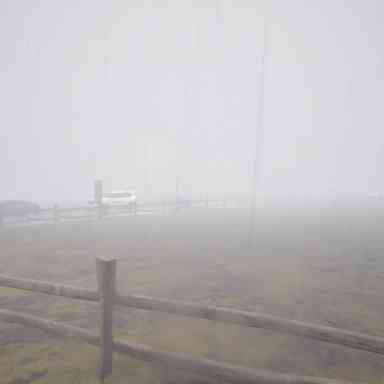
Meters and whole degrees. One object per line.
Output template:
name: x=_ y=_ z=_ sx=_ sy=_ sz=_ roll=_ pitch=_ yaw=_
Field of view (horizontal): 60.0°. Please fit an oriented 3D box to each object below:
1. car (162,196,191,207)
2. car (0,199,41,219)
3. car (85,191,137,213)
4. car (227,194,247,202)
car: x=-1.907 y=1.156 z=41.807 sx=1.994 sy=1.385 sz=4.181 roll=1 pitch=1 yaw=35
car: x=-13.975 y=1.340 z=25.094 sx=1.837 sy=1.490 sz=4.892 roll=1 pitch=1 yaw=36
car: x=-7.987 y=0.937 z=33.381 sx=2.150 sy=2.045 sz=5.566 roll=1 pitch=1 yaw=36
car: x=7.450 y=0.988 z=54.606 sx=1.994 sy=1.385 sz=4.181 roll=1 pitch=1 yaw=36
